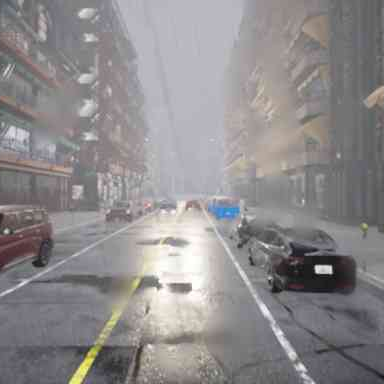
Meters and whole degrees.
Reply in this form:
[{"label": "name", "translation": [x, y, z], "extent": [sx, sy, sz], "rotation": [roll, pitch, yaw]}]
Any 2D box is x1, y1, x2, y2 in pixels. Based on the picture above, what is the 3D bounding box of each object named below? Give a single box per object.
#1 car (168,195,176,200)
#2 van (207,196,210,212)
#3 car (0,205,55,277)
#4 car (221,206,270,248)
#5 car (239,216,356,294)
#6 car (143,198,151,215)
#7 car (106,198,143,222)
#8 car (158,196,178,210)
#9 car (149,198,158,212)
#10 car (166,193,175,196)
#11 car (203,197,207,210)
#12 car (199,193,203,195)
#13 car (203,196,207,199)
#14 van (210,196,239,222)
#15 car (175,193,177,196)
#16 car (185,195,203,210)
[{"label": "car", "translation": [-5.236, 1.481, 87.955], "extent": [1.802, 1.307, 4.206], "rotation": [1, 0, 0]}, {"label": "van", "translation": [2.594, 1.299, 31.272], "extent": [1.690, 1.788, 3.998], "rotation": [1, 0, 0]}, {"label": "car", "translation": [-5.298, 1.304, 8.563], "extent": [2.192, 1.841, 5.009], "rotation": [1, 0, 0]}, {"label": "car", "translation": [2.582, 1.531, 14.259], "extent": [2.008, 1.369, 4.403], "rotation": [1, 0, 0]}, {"label": "car", "translation": [2.579, 1.554, 8.589], "extent": [1.947, 1.339, 4.313], "rotation": [1, 0, 0]}, {"label": "car", "translation": [-5.289, 1.541, 31.246], "extent": [1.802, 1.307, 4.206], "rotation": [1, 0, 0]}, {"label": "car", "translation": [-5.291, 1.406, 25.576], "extent": [1.967, 1.590, 4.097], "rotation": [1, 0, 0]}, {"label": "car", "translation": [-2.818, 1.510, 40.969], "extent": [1.994, 1.385, 4.181], "rotation": [0, 0, 0]}, {"label": "car", "translation": [-5.284, 1.392, 36.917], "extent": [1.967, 1.590, 4.097], "rotation": [1, 0, 0]}, {"label": "car", "translation": [-5.272, 1.440, 70.772], "extent": [1.752, 1.417, 4.829], "rotation": [1, 0, 0]}, {"label": "car", "translation": [2.594, 1.517, 36.943], "extent": [1.947, 1.339, 4.313], "rotation": [1, 0, 0]}, {"label": "car", "translation": [2.607, 1.450, 59.795], "extent": [1.752, 1.417, 4.829], "rotation": [1, 0, 0]}, {"label": "car", "translation": [2.598, 1.489, 42.613], "extent": [1.887, 1.381, 4.507], "rotation": [1, 0, 0]}, {"label": "van", "translation": [2.591, 1.306, 25.601], "extent": [1.690, 1.788, 3.998], "rotation": [1, 0, 0]}, {"label": "car", "translation": [-5.269, 1.224, 76.613], "extent": [2.192, 1.841, 5.009], "rotation": [1, 0, 0]}, {"label": "car", "translation": [0.123, 1.471, 41.999], "extent": [1.812, 1.442, 4.674], "rotation": [0, 0, 0]}]
